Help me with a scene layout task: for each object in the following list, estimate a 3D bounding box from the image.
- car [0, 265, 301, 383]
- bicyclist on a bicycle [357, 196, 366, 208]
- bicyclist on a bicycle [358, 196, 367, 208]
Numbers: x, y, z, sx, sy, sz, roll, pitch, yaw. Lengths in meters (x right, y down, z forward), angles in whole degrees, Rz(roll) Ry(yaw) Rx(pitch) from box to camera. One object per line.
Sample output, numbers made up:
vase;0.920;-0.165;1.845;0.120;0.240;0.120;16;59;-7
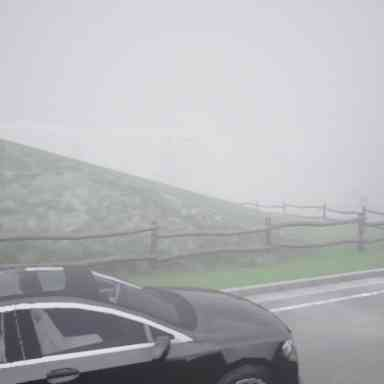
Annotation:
car;-1.265;1.492;3.058;4.902;1.511;2.128;0;0;-24
bicyclist on a bicycle;22.463;1.301;44.146;1.656;1.620;0.582;0;0;-44
bicyclist on a bicycle;22.773;1.301;43.826;1.656;1.620;0.582;0;0;-44
